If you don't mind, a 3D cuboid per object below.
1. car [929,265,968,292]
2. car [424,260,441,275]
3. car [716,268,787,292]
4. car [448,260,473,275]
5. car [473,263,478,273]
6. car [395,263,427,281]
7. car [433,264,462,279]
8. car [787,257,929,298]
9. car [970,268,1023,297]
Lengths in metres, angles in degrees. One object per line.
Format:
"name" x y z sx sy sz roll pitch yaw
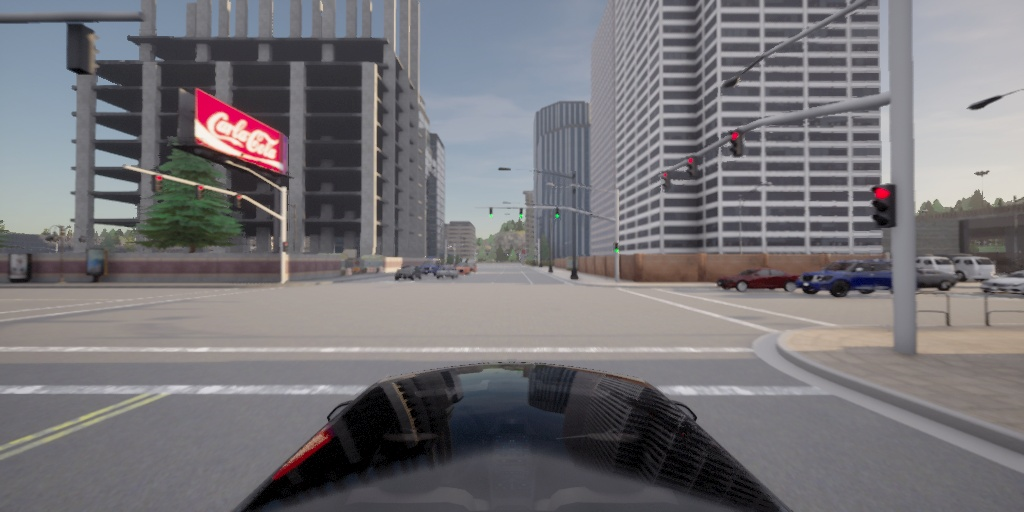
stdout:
"car" 26.072 1.544 23.596 4.902 1.511 2.128 0 -1 0
"car" -10.558 1.579 46.884 2.150 2.045 5.566 0 -1 -2
"car" 16.136 1.527 23.560 5.008 1.535 1.882 0 -1 0
"car" -7.043 1.751 49.903 2.097 1.767 4.553 0 -1 0
"car" -6.960 1.887 59.958 2.097 1.767 4.553 0 -1 0
"car" -10.574 1.729 37.026 1.837 1.490 4.892 0 -1 0
"car" -7.071 1.864 39.792 1.895 1.301 4.718 0 -1 0
"car" 19.184 1.224 20.080 5.566 2.045 2.150 0 -1 -1
"car" 29.364 1.531 20.101 4.674 1.442 1.812 0 -1 0
